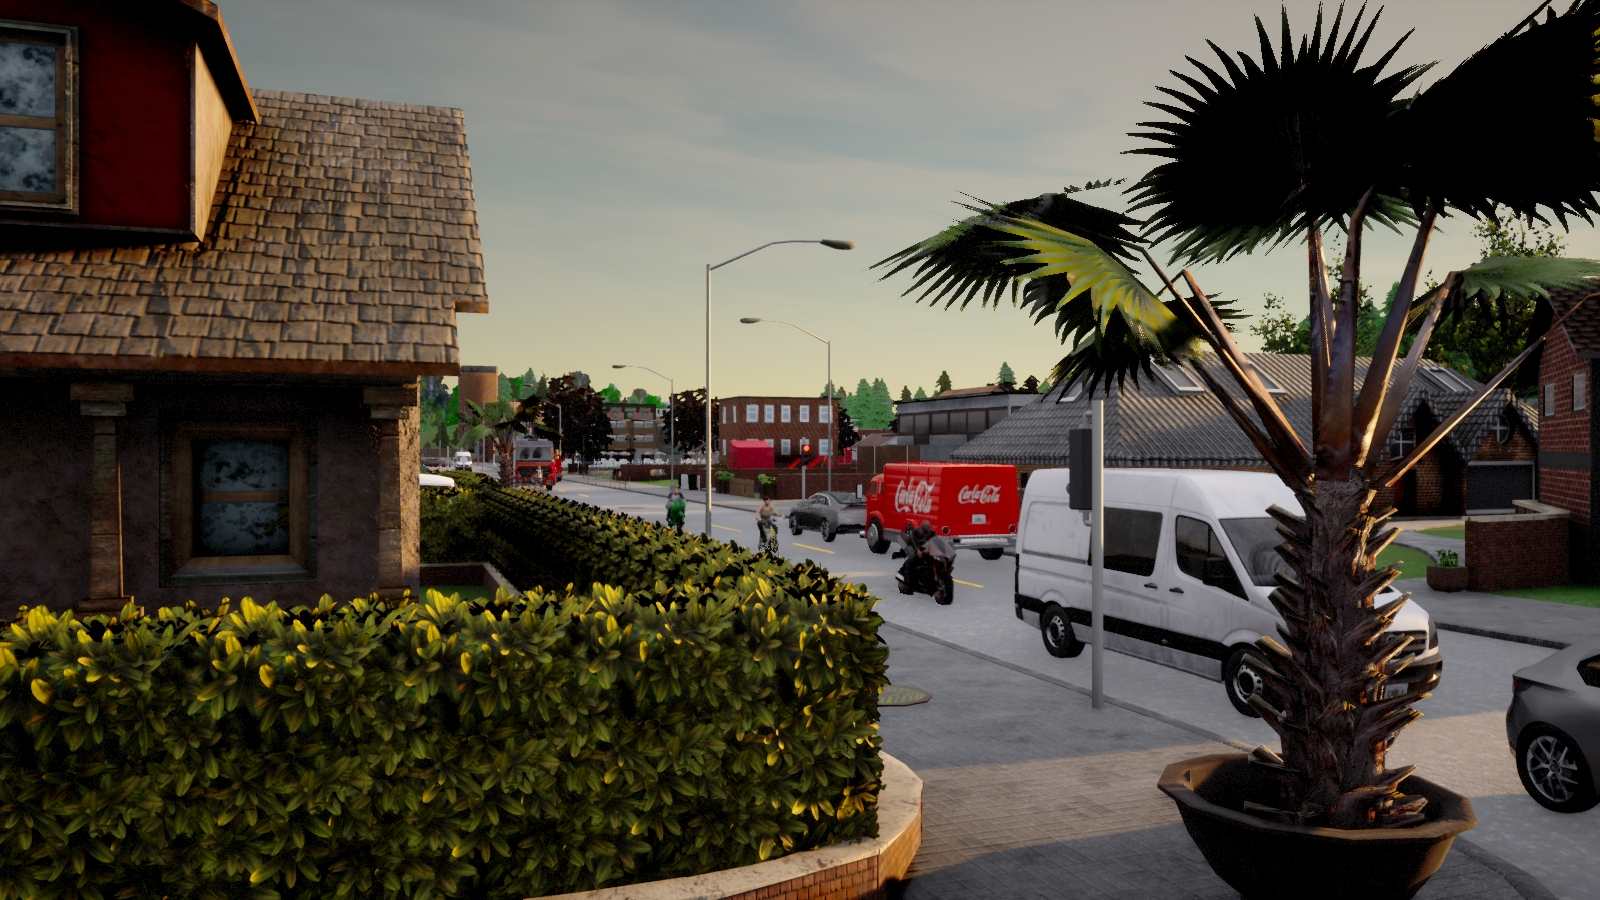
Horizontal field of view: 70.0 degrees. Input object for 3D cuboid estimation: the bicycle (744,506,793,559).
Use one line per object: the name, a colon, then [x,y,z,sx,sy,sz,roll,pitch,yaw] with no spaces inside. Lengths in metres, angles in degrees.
bicycle: [-0.839,2.162,30.112,0.859,1.276,1.487,0,0,-20]

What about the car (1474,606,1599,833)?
car: [6.934,2.069,7.650,1.816,1.474,4.193,0,0,-12]

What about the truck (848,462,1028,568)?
truck: [3.468,1.570,29.990,2.627,2.467,5.204,0,0,-20]

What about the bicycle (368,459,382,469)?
bicycle: [-63.896,2.060,171.782,1.835,1.471,0.329,0,0,-20]

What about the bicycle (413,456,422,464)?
bicycle: [-78.488,2.059,234.318,1.643,1.496,0.373,1,3,6]

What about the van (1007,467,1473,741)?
van: [4.967,1.539,14.186,1.988,2.561,5.915,0,0,-20]

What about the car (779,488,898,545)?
car: [1.122,2.053,36.412,2.128,1.511,4.902,0,0,-20]
